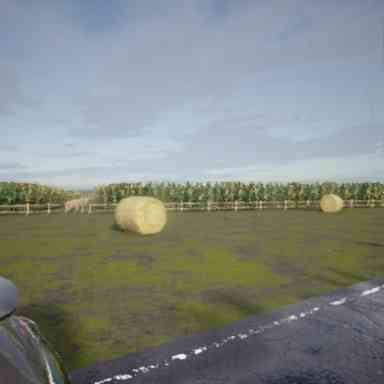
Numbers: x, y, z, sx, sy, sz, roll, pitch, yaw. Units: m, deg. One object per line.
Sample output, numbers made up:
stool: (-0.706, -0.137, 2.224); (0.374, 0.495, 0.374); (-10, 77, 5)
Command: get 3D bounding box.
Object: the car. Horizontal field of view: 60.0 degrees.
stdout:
car: (-2.681, 1.353, 1.159); (4.553, 1.767, 2.097); (0, 0, -35)
